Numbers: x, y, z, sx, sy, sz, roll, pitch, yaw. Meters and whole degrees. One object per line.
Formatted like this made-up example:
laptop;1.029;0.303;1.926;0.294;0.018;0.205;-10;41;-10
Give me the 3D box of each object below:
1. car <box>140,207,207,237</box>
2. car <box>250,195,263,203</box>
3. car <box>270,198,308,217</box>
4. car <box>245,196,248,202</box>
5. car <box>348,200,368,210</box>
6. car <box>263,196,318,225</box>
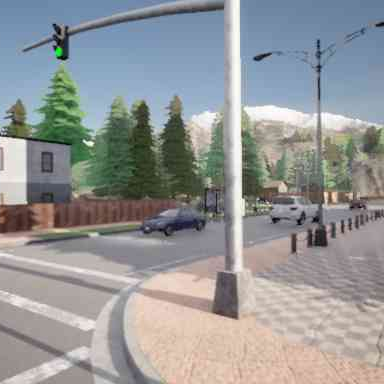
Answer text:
car;-0.945;1.639;19.306;1.812;1.442;4.674;-1;0;37
car;15.261;1.506;76.256;1.932;1.855;4.605;-1;0;36
car;9.874;1.471;33.606;2.097;1.767;4.553;-1;0;37
car;12.995;1.533;77.411;1.905;1.878;3.866;-1;0;36
car;22.293;1.691;44.472;1.895;1.301;4.718;-1;0;34
car;7.718;1.301;24.826;2.150;2.045;5.566;-1;-1;37
